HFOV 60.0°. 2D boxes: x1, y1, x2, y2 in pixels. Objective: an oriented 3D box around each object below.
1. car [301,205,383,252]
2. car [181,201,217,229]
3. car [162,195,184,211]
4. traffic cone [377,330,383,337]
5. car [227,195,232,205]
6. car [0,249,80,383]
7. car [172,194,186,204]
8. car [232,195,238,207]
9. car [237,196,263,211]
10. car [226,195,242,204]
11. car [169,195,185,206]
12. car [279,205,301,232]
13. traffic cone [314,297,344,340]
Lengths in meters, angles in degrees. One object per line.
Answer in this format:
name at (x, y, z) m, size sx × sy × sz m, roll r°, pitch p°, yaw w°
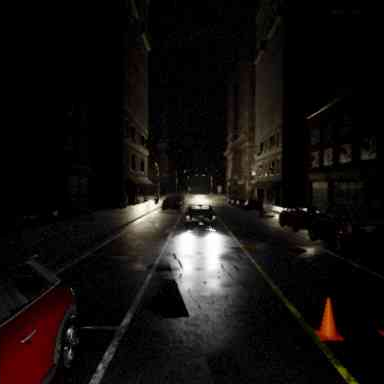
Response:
car at (6.203, 1.360, 13.515) m, size 1.967 × 1.590 × 4.097 m, roll 0°, pitch 0°, yaw 0°
car at (0.505, 1.426, 20.530) m, size 1.895 × 1.301 × 4.718 m, roll 0°, pitch 1°, yaw 0°
car at (-2.152, 1.124, 35.599) m, size 1.967 × 1.590 × 4.097 m, roll 0°, pitch 0°, yaw 0°
traffic cone at (3.109, 1.929, 5.129) m, size 0.340 × 0.580 × 0.340 m, roll 0°, pitch 0°, yaw 0°
car at (6.459, 1.192, 46.544) m, size 1.887 × 1.381 × 4.507 m, roll 0°, pitch 0°, yaw 0°
car at (-2.407, 1.402, 2.571) m, size 1.967 × 1.590 × 4.097 m, roll 0°, pitch 0°, yaw 0°
car at (-2.023, 1.095, 52.115) m, size 1.887 × 1.381 × 4.507 m, roll 0°, pitch 0°, yaw 0°
car at (6.416, 1.236, 41.039) m, size 1.887 × 1.381 × 4.507 m, roll 0°, pitch 0°, yaw 0°
car at (6.374, 1.302, 35.535) m, size 1.947 × 1.339 × 4.313 m, roll 0°, pitch 0°, yaw 0°
car at (6.501, 1.147, 52.050) m, size 1.887 × 1.381 × 4.507 m, roll 0°, pitch 0°, yaw 0°
car at (-2.066, 1.145, 46.610) m, size 2.008 × 1.369 × 4.403 m, roll 0°, pitch 0°, yaw 0°
car at (6.246, 1.418, 19.020) m, size 1.887 × 1.381 × 4.507 m, roll 0°, pitch 0°, yaw 0°
traffic cone at (2.109, 1.922, 5.137) m, size 0.340 × 0.580 × 0.340 m, roll 0°, pitch 0°, yaw 0°
